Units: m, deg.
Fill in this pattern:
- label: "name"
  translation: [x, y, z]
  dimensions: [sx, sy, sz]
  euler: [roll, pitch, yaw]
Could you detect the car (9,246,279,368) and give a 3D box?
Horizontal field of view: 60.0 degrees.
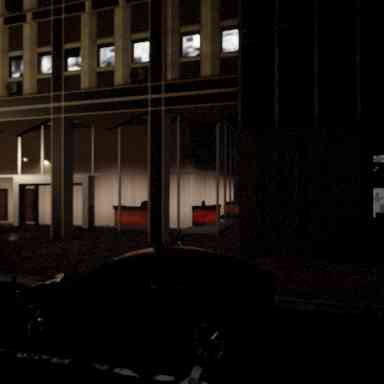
- label: "car"
  translation: [-0.790, 1.581, 5.407]
  dimensions: [4.313, 1.339, 1.947]
  euler: [0, 0, 16]
